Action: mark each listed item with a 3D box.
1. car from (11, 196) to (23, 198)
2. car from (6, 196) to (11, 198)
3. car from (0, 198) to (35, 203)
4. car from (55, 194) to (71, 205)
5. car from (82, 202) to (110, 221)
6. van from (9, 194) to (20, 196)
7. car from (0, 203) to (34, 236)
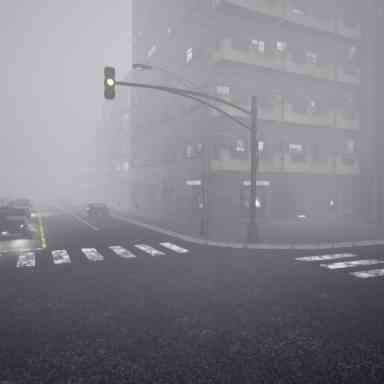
[{"bbox_3d":[-18.388,1.485,36.347,1.837,1.490,4.892,0,0,-25],"label":"car"},{"bbox_3d":[-22.709,1.524,39.186,1.887,1.381,4.507,-1,0,-25],"label":"car"},{"bbox_3d":[-14.118,1.476,27.087,2.128,1.511,4.902,0,0,-25],"label":"car"},{"bbox_3d":[-22.339,1.410,58.104,1.967,1.590,4.097,-1,0,-25],"label":"car"},{"bbox_3d":[-7.911,1.535,27.397,2.008,1.369,4.403,-1,0,-25],"label":"car"},{"bbox_3d":[-32.330,1.311,59.657,1.690,1.788,3.998,-1,0,-25],"label":"van"},{"bbox_3d":[-9.905,1.537,18.072,2.033,1.411,5.357,0,0,-25],"label":"car"}]
